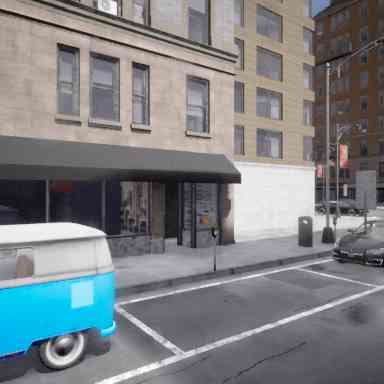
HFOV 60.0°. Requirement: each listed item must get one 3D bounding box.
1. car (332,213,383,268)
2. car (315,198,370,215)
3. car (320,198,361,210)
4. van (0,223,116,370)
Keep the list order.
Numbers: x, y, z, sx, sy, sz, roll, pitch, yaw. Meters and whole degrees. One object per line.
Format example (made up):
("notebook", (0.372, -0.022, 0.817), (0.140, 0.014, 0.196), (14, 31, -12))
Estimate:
("car", (6.262, 1.551, 10.655), (4.403, 1.369, 2.008), (0, 0, -35))
("car", (13.798, 1.524, 30.922), (1.895, 1.301, 4.718), (0, 0, -35))
("car", (18.480, 1.460, 41.457), (1.994, 1.385, 4.181), (0, 0, -36))
("van", (-2.957, 1.341, 4.081), (3.998, 1.788, 1.690), (0, 0, -35))
